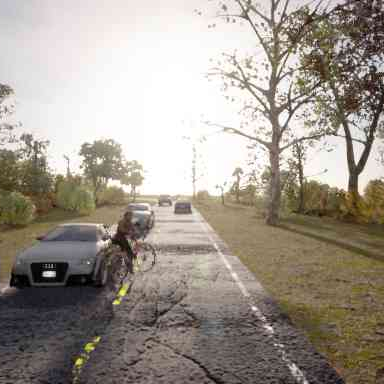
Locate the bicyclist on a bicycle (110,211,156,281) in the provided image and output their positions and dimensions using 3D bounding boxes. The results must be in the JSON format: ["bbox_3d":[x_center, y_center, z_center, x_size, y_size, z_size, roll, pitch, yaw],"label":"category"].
[{"bbox_3d":[-1.567,1.292,8.207,1.656,1.620,0.582,-26,-22,33],"label":"bicyclist on a bicycle"}]

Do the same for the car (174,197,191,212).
[{"bbox_3d":[-1.115,1.516,39.901,1.882,1.535,5.008,0,0,-2],"label":"car"}]

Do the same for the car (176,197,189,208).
[{"bbox_3d":[-1.445,1.560,50.349,1.837,1.490,4.892,0,0,-2],"label":"car"}]

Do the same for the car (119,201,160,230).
[{"bbox_3d":[-3.468,1.506,21.345,2.128,1.511,4.902,0,0,-2],"label":"car"}]

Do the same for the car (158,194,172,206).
[{"bbox_3d":[-4.601,1.285,57.111,2.150,2.045,5.566,0,0,-2],"label":"car"}]

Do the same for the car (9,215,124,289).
[{"bbox_3d":[-3.113,1.568,9.083,1.994,1.385,4.181,0,0,-2],"label":"car"}]
